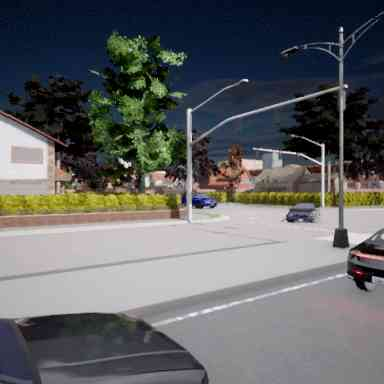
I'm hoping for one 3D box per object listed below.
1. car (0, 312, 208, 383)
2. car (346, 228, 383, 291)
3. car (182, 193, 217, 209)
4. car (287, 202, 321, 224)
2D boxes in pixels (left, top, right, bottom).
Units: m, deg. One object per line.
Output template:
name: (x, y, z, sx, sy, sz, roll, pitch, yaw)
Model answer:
car: (-2.390, 1.543, 2.040, 5.357, 1.411, 2.033, 0, 0, -36)
car: (5.549, 1.470, 7.694, 4.902, 1.511, 2.128, 0, 0, -35)
car: (0.864, 1.101, 42.525, 2.150, 2.045, 5.566, 0, 0, -36)
car: (8.453, 1.477, 24.624, 2.033, 1.411, 5.357, 0, 0, 26)
